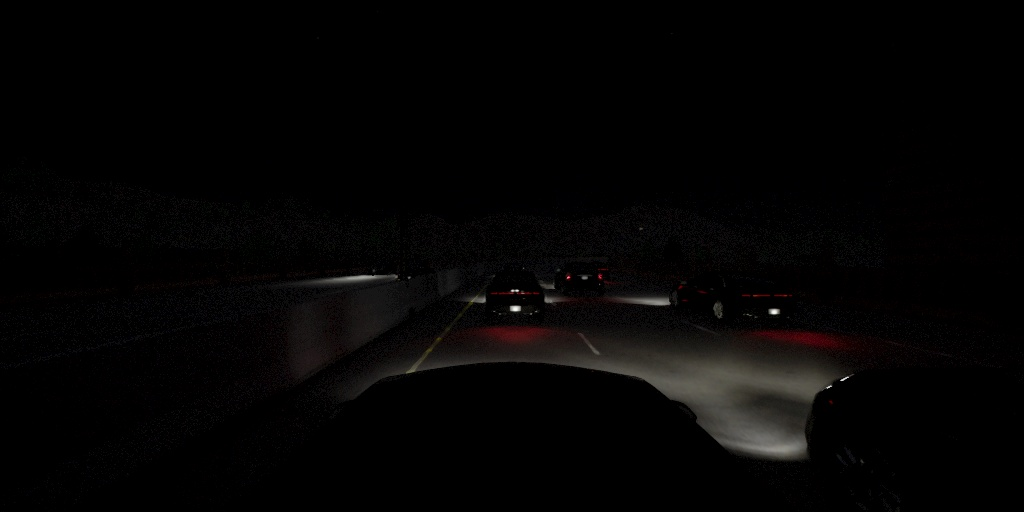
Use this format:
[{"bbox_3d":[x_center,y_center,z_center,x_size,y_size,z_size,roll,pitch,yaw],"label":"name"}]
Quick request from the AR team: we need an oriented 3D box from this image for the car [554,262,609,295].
[{"bbox_3d":[3.600,1.102,19.850,2.097,1.767,4.553,0,0,0],"label":"car"}]

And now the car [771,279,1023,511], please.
[{"bbox_3d":[3.600,1.102,1.222,2.097,1.767,4.553,0,0,0],"label":"car"}]

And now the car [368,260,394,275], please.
[{"bbox_3d":[-13.950,1.242,38.878,2.128,1.511,4.902,0,0,2],"label":"car"}]

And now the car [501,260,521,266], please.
[{"bbox_3d":[0.100,1.298,30.840,2.033,1.411,5.357,0,0,0],"label":"car"}]

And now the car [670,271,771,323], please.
[{"bbox_3d":[7.101,1.255,12.128,1.837,1.490,4.892,0,0,0],"label":"car"}]

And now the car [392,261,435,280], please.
[{"bbox_3d":[-7.083,1.314,26.795,1.994,1.385,4.181,0,0,0],"label":"car"}]

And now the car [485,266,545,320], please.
[{"bbox_3d":[0.100,1.255,12.684,1.837,1.490,4.892,0,0,0],"label":"car"}]
